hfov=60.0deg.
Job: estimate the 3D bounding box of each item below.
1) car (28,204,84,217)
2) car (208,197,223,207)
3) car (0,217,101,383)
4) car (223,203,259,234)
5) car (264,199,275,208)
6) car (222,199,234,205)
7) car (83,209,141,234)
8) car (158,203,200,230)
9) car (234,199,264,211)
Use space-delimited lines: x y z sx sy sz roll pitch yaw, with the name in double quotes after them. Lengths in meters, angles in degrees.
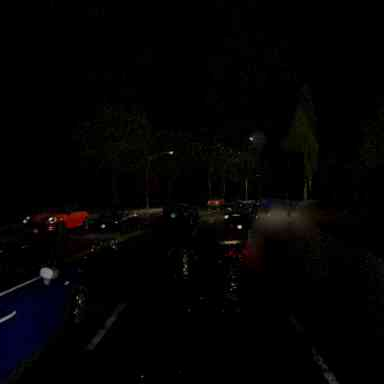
-8.057 1.539 20.061 2.097 1.767 4.553 0 0 9 "car"
4.432 1.740 60.099 2.097 1.767 4.553 -1 0 23 "car"
-2.923 1.389 4.111 2.097 1.767 4.553 0 -1 2 "car"
3.016 1.670 20.598 1.837 1.490 4.892 0 0 10 "car"
11.925 1.818 52.794 1.994 1.385 4.181 -1 0 23 "car"
7.622 1.896 59.298 2.033 1.411 5.357 -1 0 24 "car"
-4.674 1.750 20.717 1.994 1.385 4.181 0 0 10 "car"
-0.782 1.542 22.864 2.097 1.767 4.553 0 0 11 "car"
7.037 1.718 40.552 2.128 1.511 4.902 -1 0 21 "car"
